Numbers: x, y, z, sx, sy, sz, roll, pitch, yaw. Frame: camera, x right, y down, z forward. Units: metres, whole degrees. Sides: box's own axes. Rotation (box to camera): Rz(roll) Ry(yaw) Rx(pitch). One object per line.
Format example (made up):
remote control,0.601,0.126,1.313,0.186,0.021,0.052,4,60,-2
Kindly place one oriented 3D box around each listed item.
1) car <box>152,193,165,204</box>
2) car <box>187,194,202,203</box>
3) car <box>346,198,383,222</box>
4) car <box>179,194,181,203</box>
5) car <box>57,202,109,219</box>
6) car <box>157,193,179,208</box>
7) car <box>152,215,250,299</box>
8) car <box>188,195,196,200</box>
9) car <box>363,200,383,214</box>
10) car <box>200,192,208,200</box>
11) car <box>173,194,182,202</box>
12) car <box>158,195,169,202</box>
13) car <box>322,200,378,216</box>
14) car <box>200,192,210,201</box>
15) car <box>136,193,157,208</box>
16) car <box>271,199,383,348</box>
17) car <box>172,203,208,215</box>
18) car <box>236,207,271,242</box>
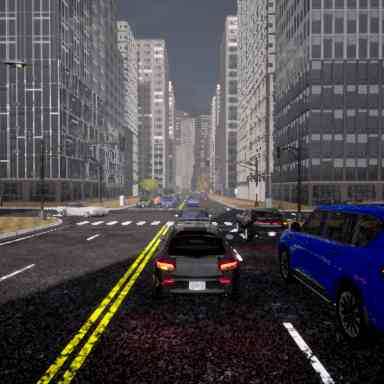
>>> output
car,-6.594,1.166,66.020,2.150,2.045,5.566,0,0,1
car,0.122,1.510,51.544,2.033,1.411,5.357,0,0,-1
car,16.174,1.520,28.416,5.009,1.841,2.192,1,0,1
car,-3.390,1.503,57.374,2.033,1.411,5.357,0,0,0
car,-9.661,1.563,29.522,4.718,1.301,1.895,1,1,30
car,-3.391,1.318,47.902,2.097,1.767,4.553,0,0,0
car,0.091,1.522,8.290,1.812,1.442,4.674,0,0,0
car,-0.085,1.465,88.224,1.994,1.385,4.181,0,0,0
car,21.774,1.643,36.707,4.829,1.417,1.752,1,0,1
car,3.164,0.968,89.640,2.150,2.045,5.566,0,0,0
car,-3.325,1.285,77.398,2.097,1.767,4.553,0,0,0
car,-6.574,1.471,76.500,2.033,1.411,5.357,0,0,0
car,16.193,1.616,34.201,4.892,1.490,1.837,0,1,0
car,3.174,1.443,79.610,1.812,1.442,4.674,0,0,0
car,-6.673,1.318,47.853,2.097,1.767,4.553,0,0,1
car,3.347,1.218,6.434,2.150,2.045,5.566,0,0,0
car,0.085,1.538,17.564,2.033,1.411,5.357,0,0,0
car,3.335,1.496,16.294,1.837,1.490,4.892,0,0,0
